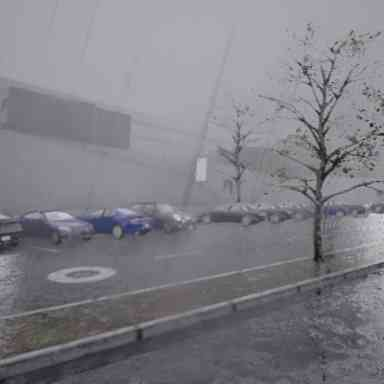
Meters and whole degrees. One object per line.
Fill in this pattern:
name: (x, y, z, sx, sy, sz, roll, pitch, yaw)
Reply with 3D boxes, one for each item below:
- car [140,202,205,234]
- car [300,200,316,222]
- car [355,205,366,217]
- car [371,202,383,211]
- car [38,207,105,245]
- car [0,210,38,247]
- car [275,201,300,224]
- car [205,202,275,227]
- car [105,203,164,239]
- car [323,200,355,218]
car: (-1.920, 1.379, 19.216, 4.553, 1.767, 2.185, -1, -1, 33)
car: (7.331, 1.514, 26.585, 4.892, 1.521, 2.231, -1, 0, 31)
car: (14.091, 1.541, 32.336, 5.008, 1.535, 2.097, -1, -1, 30)
car: (25.393, 1.688, 42.002, 5.008, 1.535, 2.097, 0, -1, 29)
car: (-6.602, 1.548, 15.635, 4.674, 1.452, 2.002, -1, -1, 34)
car: (-8.979, 1.512, 13.875, 4.892, 1.521, 2.231, -1, 0, 34)
car: (5.047, 1.510, 24.702, 4.892, 1.521, 2.231, -1, 0, 31)
car: (2.750, 1.507, 22.842, 4.892, 1.521, 2.231, -1, 0, 32)
car: (-4.237, 1.505, 17.399, 5.008, 1.535, 2.097, -1, 0, 33)
car: (11.839, 1.529, 30.412, 5.008, 1.535, 2.097, -1, -1, 30)
